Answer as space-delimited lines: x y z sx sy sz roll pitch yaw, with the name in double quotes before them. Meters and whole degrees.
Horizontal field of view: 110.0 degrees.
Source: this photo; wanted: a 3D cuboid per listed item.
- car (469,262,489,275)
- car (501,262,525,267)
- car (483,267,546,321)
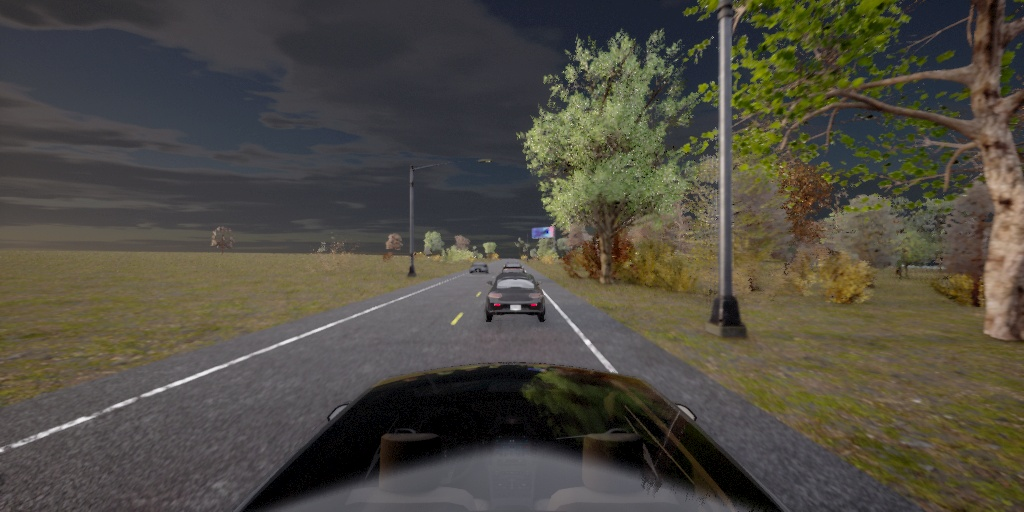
"car" -3.584 1.330 39.808 1.994 1.385 4.181 0 0 0
"car" 0.106 1.253 30.222 2.128 1.511 4.902 0 0 0
"car" 0.102 1.279 12.348 1.812 1.442 4.674 0 0 0
